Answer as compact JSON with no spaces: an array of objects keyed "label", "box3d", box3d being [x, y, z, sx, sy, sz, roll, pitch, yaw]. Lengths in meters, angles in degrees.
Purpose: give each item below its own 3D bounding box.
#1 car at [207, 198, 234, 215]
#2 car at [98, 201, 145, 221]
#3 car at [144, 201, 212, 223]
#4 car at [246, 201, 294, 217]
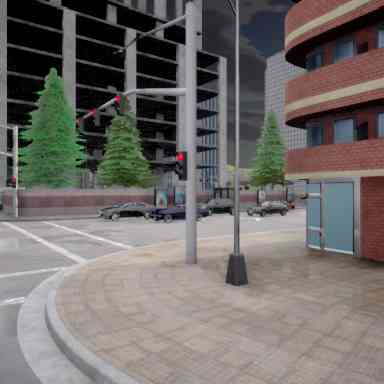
[{"label":"car","box3d":[2.207,1.407,32.896,4.553,1.767,2.097,0,0,-35]},{"label":"car","box3d":[-5.283,1.547,27.608,4.902,1.511,2.128,0,0,-35]},{"label":"car","box3d":[-1.021,1.656,26.332,4.718,1.301,1.895,0,0,-35]},{"label":"car","box3d":[7.364,1.581,32.248,4.674,1.442,1.812,0,0,-35]}]
